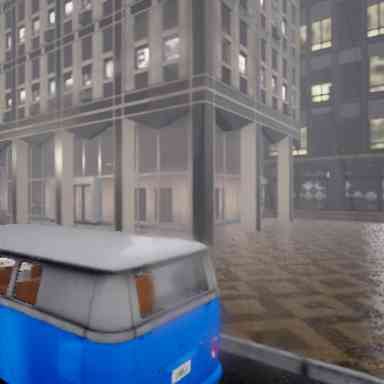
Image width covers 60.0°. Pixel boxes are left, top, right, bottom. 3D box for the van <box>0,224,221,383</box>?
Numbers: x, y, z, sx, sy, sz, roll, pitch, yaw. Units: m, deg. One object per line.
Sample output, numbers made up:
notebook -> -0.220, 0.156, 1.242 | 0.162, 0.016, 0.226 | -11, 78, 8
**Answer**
van -> -1.602, 1.350, 4.016 | 3.998, 1.788, 1.690 | 0, 0, 35
